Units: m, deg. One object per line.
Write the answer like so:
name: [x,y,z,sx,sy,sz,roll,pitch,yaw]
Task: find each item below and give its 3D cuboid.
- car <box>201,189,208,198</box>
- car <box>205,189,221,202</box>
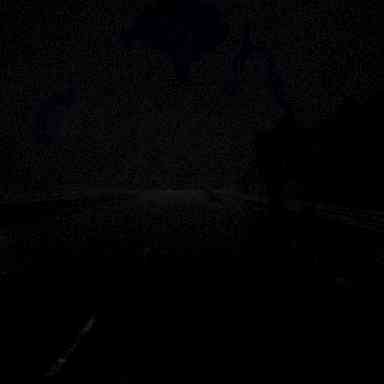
car: [4.013,0.315,82.766,2.150,2.045,5.566,0,1,0]
car: [3.851,0.850,57.912,2.097,1.767,4.553,0,1,0]
